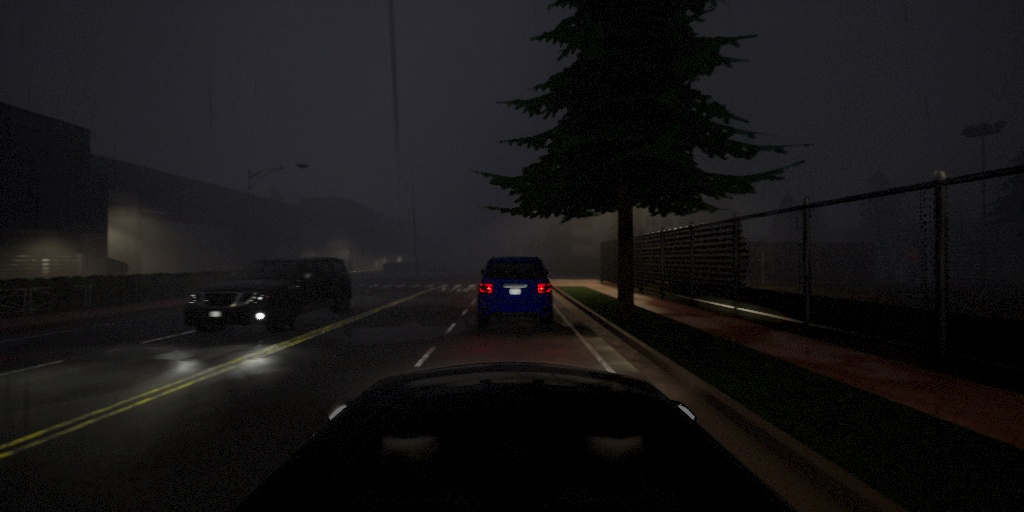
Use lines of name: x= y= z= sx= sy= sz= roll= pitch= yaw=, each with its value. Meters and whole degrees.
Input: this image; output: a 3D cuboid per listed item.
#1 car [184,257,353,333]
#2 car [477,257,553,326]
car: x=-7.093 y=1.051 z=11.348 sx=2.150 sy=2.045 sz=5.566 roll=0 pitch=0 yaw=0
car: x=0.090 y=1.057 z=12.128 sx=2.150 sy=2.045 sz=5.566 roll=0 pitch=-1 yaw=0
